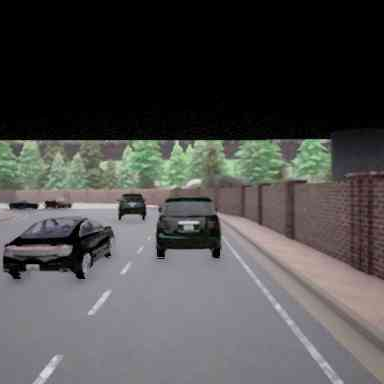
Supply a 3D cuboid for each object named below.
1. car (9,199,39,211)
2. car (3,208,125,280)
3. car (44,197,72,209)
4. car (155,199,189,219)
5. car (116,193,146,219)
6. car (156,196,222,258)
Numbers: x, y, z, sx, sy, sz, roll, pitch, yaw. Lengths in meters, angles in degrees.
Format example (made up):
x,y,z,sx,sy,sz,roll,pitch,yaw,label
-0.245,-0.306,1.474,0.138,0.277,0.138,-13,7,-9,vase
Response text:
x,y,z,sx,sy,sz,roll,pitch,yaw,label
-20.495,1.559,40.567,4.718,1.301,1.895,0,0,41,car
-3.601,1.473,9.889,2.128,1.511,4.902,0,0,-1,car
-16.844,1.410,41.781,5.008,1.535,1.882,0,0,44,car
-1.826,1.388,28.758,2.128,1.511,4.902,0,0,-13,car
-5.113,1.139,27.960,2.150,2.045,5.566,0,0,-12,car
-0.142,1.170,12.732,2.150,2.045,5.566,0,0,-1,car
